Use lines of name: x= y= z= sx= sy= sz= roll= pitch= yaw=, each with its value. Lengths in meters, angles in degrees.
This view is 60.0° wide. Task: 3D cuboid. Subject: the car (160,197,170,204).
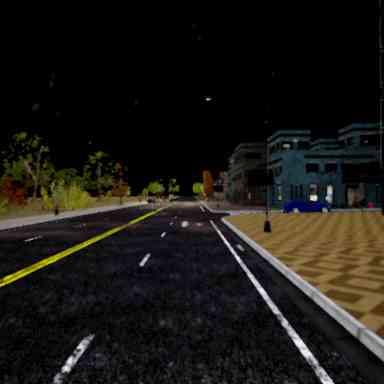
car: x=-6.483 y=2.028 z=80.066 sx=2.097 sy=1.767 sz=4.553 roll=0 pitch=0 yaw=0

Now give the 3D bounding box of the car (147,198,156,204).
car: x=-9.733 y=2.213 z=80.035 sx=2.033 sy=1.411 sz=5.357 roll=0 pitch=0 yaw=0

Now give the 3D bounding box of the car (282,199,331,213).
car: x=12.248 y=1.523 z=35.642 sx=5.008 sy=1.535 sz=1.882 roll=-1 pitch=-1 yaw=-1
